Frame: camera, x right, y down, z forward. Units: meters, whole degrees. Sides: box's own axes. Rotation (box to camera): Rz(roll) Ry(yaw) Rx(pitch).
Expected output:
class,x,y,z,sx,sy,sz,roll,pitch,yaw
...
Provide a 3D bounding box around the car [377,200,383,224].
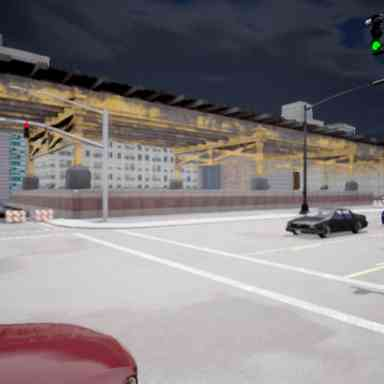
class,x,y,z,sx,sy,sz,roll,pitch,yaw
car,15.282,1.500,23.489,5.008,1.535,1.882,0,0,-36

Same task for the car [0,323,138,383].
class,x,y,z,sx,sy,sz,roll,pitch,yaw
car,-2.554,1.525,1.924,4.674,1.442,1.812,0,0,-35

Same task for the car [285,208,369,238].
class,x,y,z,sx,sy,sz,roll,pitch,yaw
car,7.364,1.561,17.846,5.357,1.411,2.033,0,0,-36

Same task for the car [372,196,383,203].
class,x,y,z,sx,sy,sz,roll,pitch,yaw
car,39.686,1.521,67.767,4.974,1.542,2.038,0,0,-7

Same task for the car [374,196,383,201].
class,x,y,z,sx,sy,sz,roll,pitch,yaw
car,31.979,1.354,61.330,4.536,1.218,1.853,0,0,8

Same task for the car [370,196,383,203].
class,x,y,z,sx,sy,sz,roll,pitch,yaw
car,35.792,1.358,64.057,1.853,1.218,4.536,0,0,18

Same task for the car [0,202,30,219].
class,x,y,z,sx,sy,sz,roll,pitch,yaw
car,-15.528,1.454,26.247,4.974,1.542,2.038,0,0,-7

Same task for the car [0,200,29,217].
class,x,y,z,sx,sy,sz,roll,pitch,yaw
car,-15.579,1.297,26.240,4.536,1.218,1.853,0,0,-7
